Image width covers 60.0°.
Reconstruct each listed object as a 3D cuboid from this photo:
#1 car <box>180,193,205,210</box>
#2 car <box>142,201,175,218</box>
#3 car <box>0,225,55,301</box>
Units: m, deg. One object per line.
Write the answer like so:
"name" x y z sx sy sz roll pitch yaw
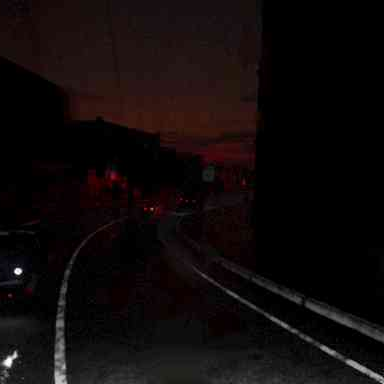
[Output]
"car" 0.115 1.173 43.844 2.150 2.045 5.566 3 1 17
"car" -2.963 1.498 30.414 2.033 1.411 5.357 3 0 9
"car" -4.539 1.537 8.040 1.895 1.301 4.718 1 0 -17
